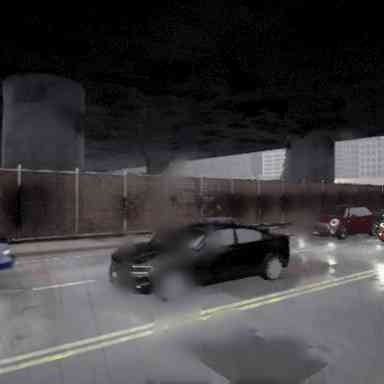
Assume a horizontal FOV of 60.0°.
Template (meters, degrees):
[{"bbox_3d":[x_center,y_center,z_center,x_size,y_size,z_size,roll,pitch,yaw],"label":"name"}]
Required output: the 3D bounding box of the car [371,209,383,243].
[{"bbox_3d":[10.846,1.537,15.784,4.553,1.767,2.097,1,0,-35],"label":"car"}]

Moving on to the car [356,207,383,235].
[{"bbox_3d":[12.734,1.768,21.316,4.718,1.301,1.895,-3,2,-35],"label":"car"}]

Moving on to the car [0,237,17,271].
[{"bbox_3d":[-7.061,1.526,7.581,5.357,1.411,2.033,1,0,-35],"label":"car"}]

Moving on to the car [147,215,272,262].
[{"bbox_3d":[0.795,1.681,13.081,4.718,1.301,1.895,1,0,-35],"label":"car"}]

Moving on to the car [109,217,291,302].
[{"bbox_3d":[0.406,1.528,8.538,5.008,1.535,1.882,1,0,-35],"label":"car"}]

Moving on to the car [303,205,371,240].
[{"bbox_3d":[8.150,1.526,18.222,4.553,1.767,2.097,1,0,-35],"label":"car"}]
